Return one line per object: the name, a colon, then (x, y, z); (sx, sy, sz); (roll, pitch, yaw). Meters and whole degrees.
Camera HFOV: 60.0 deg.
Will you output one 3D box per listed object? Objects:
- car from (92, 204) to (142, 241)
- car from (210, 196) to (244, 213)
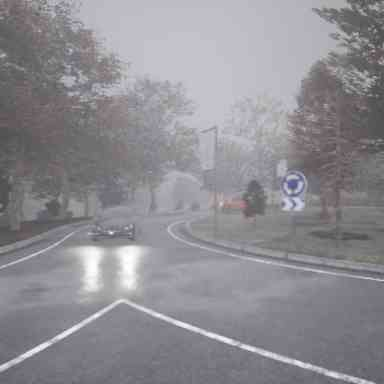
car: (-3.486, 1.405, 16.058); (1.837, 1.490, 4.892); (0, 1, -4)
car: (4.119, 1.155, 33.879); (4.553, 1.767, 2.097); (0, 1, -28)
